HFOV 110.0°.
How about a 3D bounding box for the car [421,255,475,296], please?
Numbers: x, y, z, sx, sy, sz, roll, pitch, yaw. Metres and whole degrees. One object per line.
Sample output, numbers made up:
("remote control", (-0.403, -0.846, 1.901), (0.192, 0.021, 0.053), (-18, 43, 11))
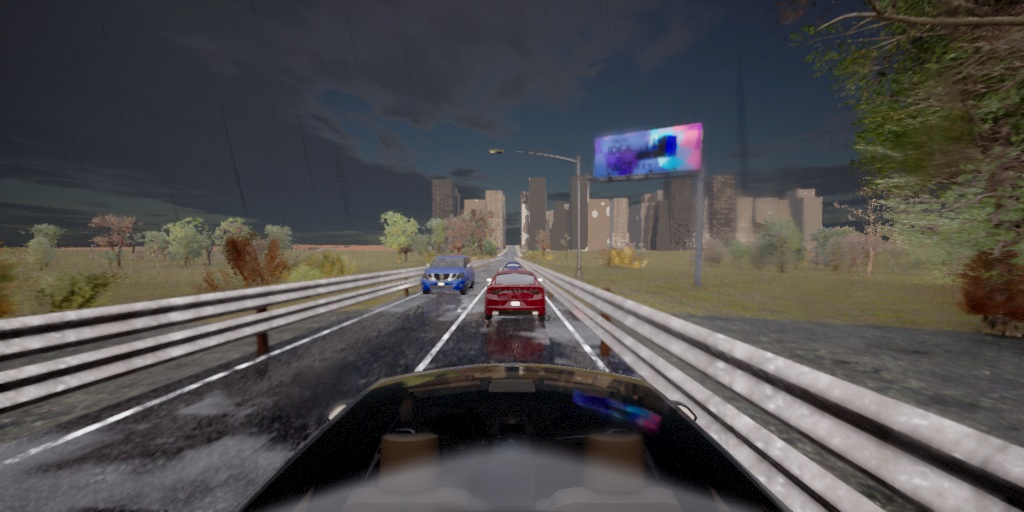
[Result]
("car", (-3.336, 0.964, 19.722), (2.150, 2.045, 5.566), (0, 0, 0))

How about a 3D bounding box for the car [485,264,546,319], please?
("car", (0.099, 1.224, 12.804), (1.882, 1.535, 5.008), (0, 0, 0))

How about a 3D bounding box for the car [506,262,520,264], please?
("car", (0.094, 1.265, 33.483), (1.812, 1.442, 4.674), (0, 0, 0))
